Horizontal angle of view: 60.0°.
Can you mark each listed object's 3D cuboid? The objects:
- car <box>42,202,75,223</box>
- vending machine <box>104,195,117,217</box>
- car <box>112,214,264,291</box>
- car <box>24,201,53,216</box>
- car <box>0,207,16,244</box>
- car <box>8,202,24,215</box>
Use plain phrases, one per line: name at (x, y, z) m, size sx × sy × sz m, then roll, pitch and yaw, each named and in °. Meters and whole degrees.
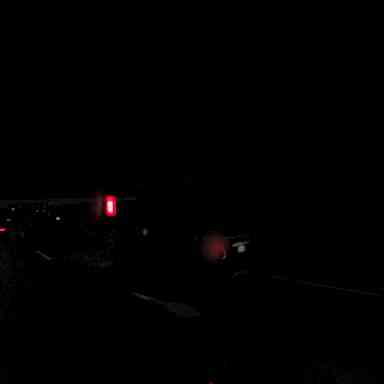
car at (-10.903, 1.763, 27.767) m, size 1.895 × 1.301 × 4.718 m, roll 0°, pitch 0°, yaw -15°
vending machine at (-8.020, 1.378, 32.808) m, size 1.100 × 2.100 × 0.880 m, roll 0°, pitch 0°, yaw -8°
car at (-0.332, 1.402, 9.491) m, size 4.553 × 1.767 × 2.097 m, roll 0°, pitch 0°, yaw 44°
car at (-15.537, 1.701, 35.493) m, size 2.128 × 1.511 × 4.902 m, roll 0°, pitch 0°, yaw -4°
car at (-9.686, 1.646, 15.749) m, size 2.033 × 1.411 × 5.357 m, roll 0°, pitch 0°, yaw -30°
car at (-18.988, 1.789, 37.207) m, size 1.994 × 1.385 × 4.181 m, roll 0°, pitch 0°, yaw -1°
